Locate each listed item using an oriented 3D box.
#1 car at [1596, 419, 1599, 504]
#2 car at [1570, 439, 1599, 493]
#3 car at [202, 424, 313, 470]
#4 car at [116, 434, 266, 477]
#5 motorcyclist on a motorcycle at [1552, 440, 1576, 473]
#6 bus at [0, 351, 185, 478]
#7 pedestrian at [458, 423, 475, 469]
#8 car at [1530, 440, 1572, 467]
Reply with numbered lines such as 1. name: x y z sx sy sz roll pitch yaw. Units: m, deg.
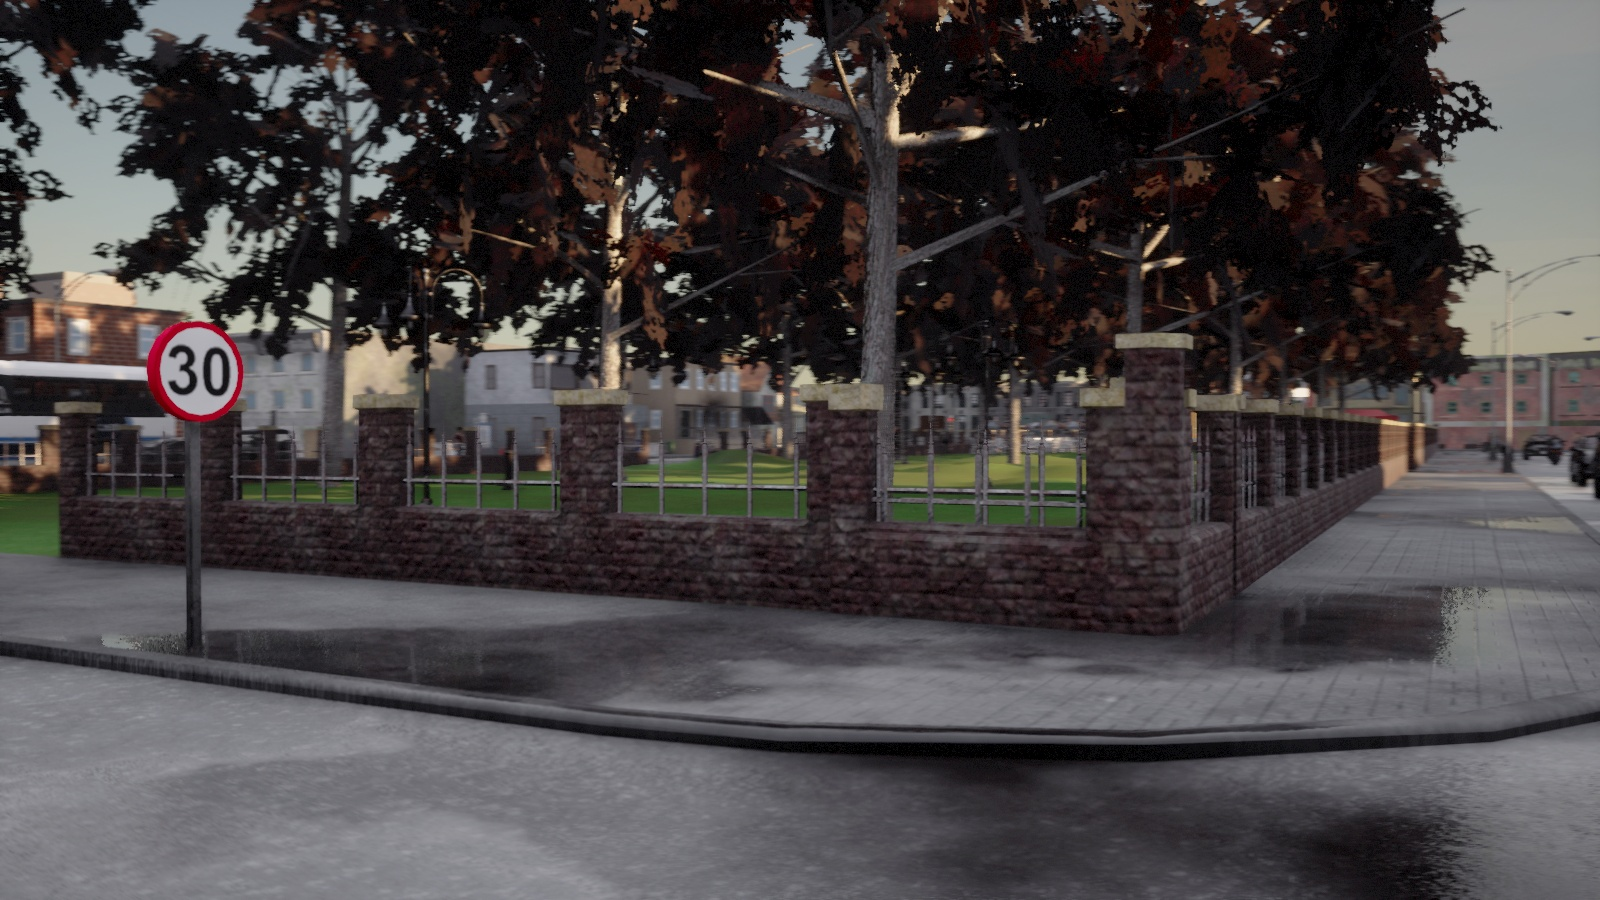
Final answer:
1. car: 19.284 0.293 28.012 2.150 2.045 5.566 1 1 28
2. car: 24.381 0.437 37.470 2.128 1.511 4.902 1 1 28
3. car: -22.804 -0.143 52.925 1.905 1.878 3.866 1 1 34
4. car: -22.283 0.152 46.191 1.837 1.490 4.892 1 1 26
5. motorcyclist on a motorcycle: 36.623 0.293 60.216 0.866 1.530 2.191 1 1 28
6. bus: -27.785 -1.236 44.607 3.944 4.253 10.273 1 1 28
7. pedestrian: -13.607 -0.163 51.221 0.345 1.836 0.594 1 1 30
8. car: 42.399 0.167 70.963 1.816 1.474 4.193 1 1 28
